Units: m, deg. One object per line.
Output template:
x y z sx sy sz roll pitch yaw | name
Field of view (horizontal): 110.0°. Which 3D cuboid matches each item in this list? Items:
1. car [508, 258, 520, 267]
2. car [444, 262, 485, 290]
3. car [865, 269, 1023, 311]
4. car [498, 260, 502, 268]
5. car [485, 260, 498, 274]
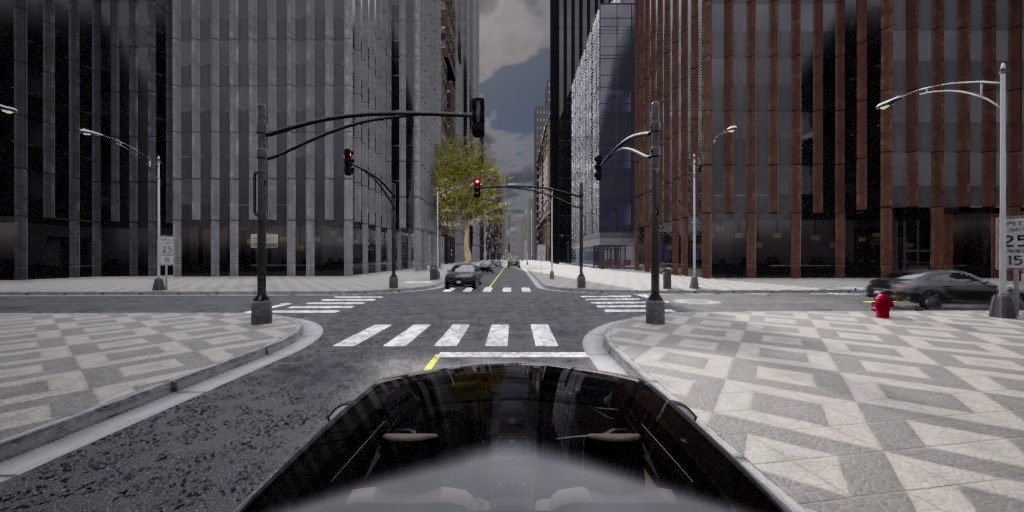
0.311 1.105 63.998 2.097 1.767 4.553 0 0 0 | car
-3.032 1.229 22.909 1.882 1.535 5.008 0 0 0 | car
16.248 1.218 13.616 4.674 1.442 1.812 0 0 1 | car
-2.796 1.318 62.927 1.994 1.385 4.181 0 0 0 | car
-2.967 1.353 40.890 1.895 1.301 4.718 0 0 0 | car
